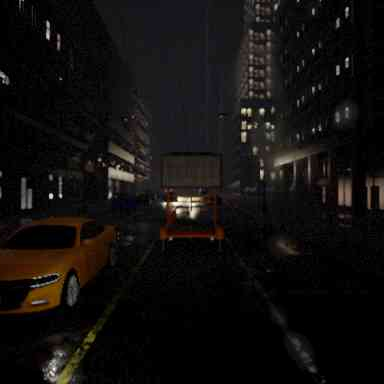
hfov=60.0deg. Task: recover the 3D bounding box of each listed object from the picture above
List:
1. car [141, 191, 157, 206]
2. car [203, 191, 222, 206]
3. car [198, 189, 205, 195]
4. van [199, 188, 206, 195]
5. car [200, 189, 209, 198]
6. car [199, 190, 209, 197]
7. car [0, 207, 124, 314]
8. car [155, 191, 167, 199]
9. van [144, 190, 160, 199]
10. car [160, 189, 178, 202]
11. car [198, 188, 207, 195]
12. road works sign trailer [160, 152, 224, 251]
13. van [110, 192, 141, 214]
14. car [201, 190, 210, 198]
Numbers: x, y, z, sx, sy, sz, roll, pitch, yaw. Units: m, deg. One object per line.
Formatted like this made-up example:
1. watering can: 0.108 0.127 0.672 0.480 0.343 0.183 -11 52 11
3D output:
1. car: -5.729 0.917 39.552 1.947 1.339 4.313 1 1 0
2. car: 2.652 0.904 39.446 2.008 1.369 4.403 1 1 0
3. car: 2.560 0.019 90.720 1.947 1.339 4.313 1 1 0
4. van: 2.605 -0.103 85.020 1.690 1.788 3.998 1 1 0
5. car: 2.637 0.703 50.840 1.887 1.381 4.507 1 1 0
6. car: 2.607 0.310 73.629 2.008 1.369 4.403 1 1 0
7. car: -3.110 1.354 7.687 1.882 1.535 5.008 0 1 0
8. car: -5.759 0.540 62.341 1.802 1.307 4.206 1 1 0
9. van: -5.732 0.596 45.245 1.690 1.788 3.998 1 1 0
10. car: -3.150 0.667 49.016 1.882 1.535 5.008 0 1 0
11. car: 2.619 0.175 67.929 2.192 1.841 5.009 1 1 0
12. road works sign trailer: -0.017 0.255 13.049 2.380 3.560 2.880 0 1 0
13. van: -5.709 0.883 28.149 1.690 1.788 3.998 1 1 0
14. car: 2.645 0.807 45.143 2.008 1.369 4.403 1 1 0
